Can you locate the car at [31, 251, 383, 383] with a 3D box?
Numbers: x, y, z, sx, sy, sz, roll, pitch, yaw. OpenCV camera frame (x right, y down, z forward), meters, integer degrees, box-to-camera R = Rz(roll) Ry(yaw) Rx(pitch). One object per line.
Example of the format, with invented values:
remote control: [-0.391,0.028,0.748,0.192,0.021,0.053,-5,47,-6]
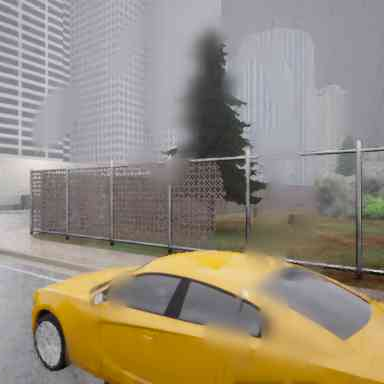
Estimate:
car: [0.060,1.478,3.971,5.008,1.535,1.882,0,0,35]
